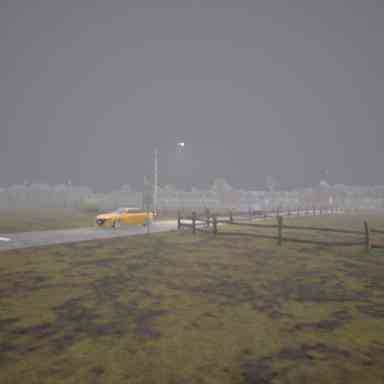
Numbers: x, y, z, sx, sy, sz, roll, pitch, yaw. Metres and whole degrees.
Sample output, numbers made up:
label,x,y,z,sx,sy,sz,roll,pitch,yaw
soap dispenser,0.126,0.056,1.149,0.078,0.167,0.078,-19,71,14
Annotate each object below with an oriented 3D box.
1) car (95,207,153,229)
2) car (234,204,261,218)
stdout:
label,x,y,z,sx,sy,sz,roll,pitch,yaw
car,-5.163,1.950,25.783,1.882,1.535,5.008,-1,-2,35
car,7.207,2.342,43.130,2.097,1.767,4.553,-1,-2,36
